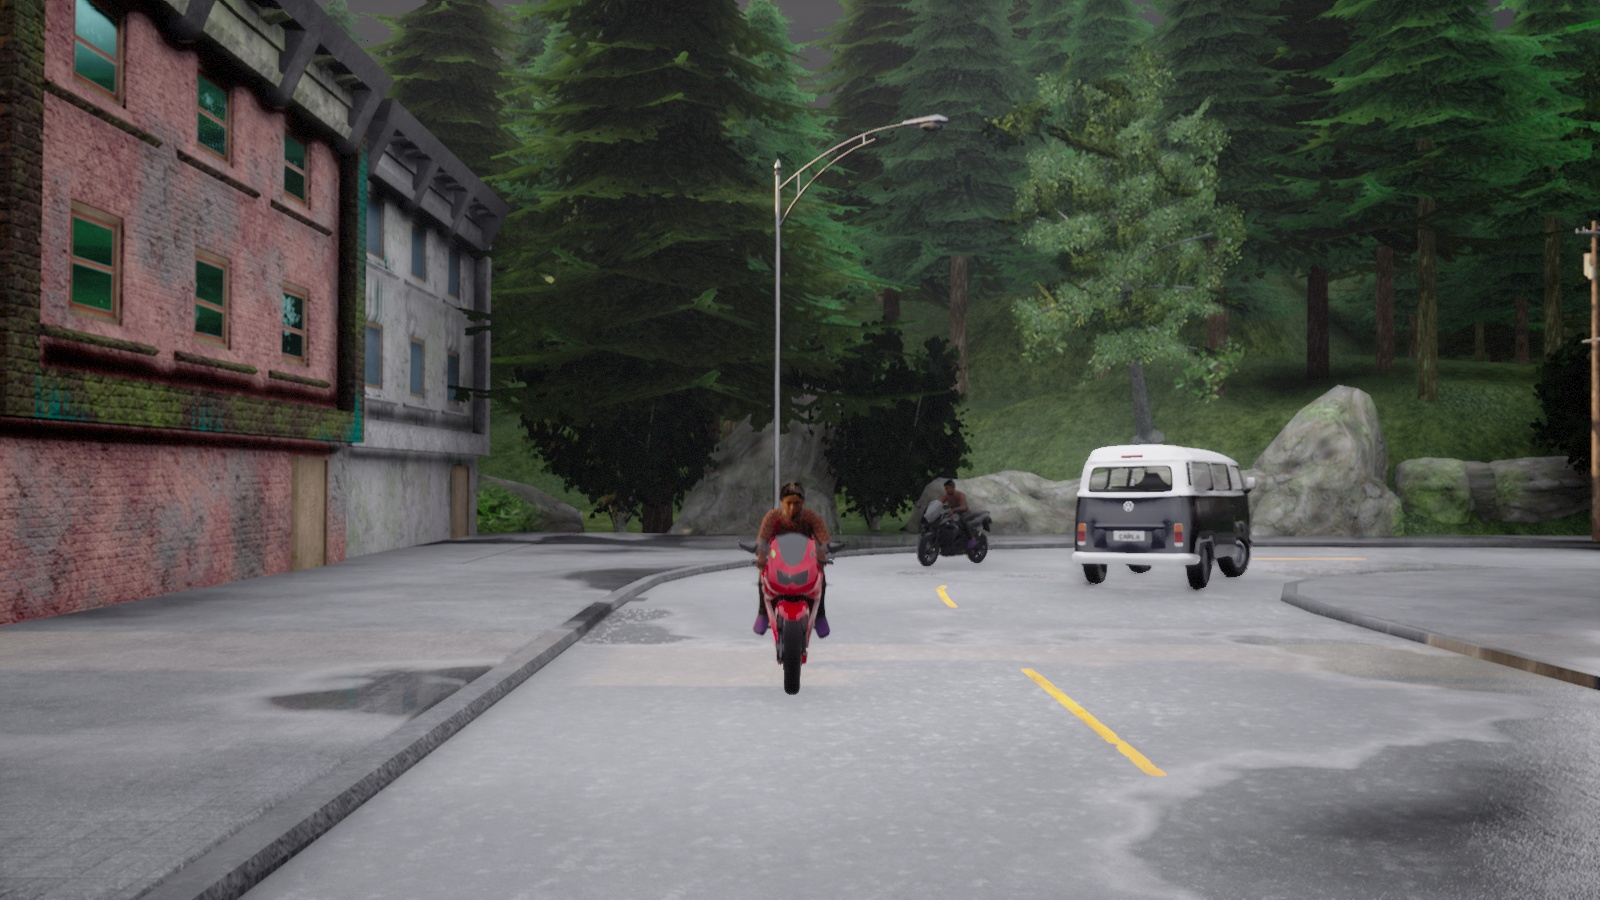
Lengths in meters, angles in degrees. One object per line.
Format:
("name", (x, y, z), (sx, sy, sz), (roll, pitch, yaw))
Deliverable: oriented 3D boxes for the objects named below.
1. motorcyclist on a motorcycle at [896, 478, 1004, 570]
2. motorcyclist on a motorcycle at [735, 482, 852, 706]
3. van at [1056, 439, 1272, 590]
("motorcyclist on a motorcycle", (2.673, 1.274, 22.200), (0.797, 1.523, 2.044), (0, -1, 44))
("motorcyclist on a motorcycle", (-0.050, 1.013, 9.644), (0.797, 1.523, 2.044), (0, -1, 0))
("van", (5.718, 0.940, 19.336), (2.069, 2.038, 4.480), (-2, -2, 31))
